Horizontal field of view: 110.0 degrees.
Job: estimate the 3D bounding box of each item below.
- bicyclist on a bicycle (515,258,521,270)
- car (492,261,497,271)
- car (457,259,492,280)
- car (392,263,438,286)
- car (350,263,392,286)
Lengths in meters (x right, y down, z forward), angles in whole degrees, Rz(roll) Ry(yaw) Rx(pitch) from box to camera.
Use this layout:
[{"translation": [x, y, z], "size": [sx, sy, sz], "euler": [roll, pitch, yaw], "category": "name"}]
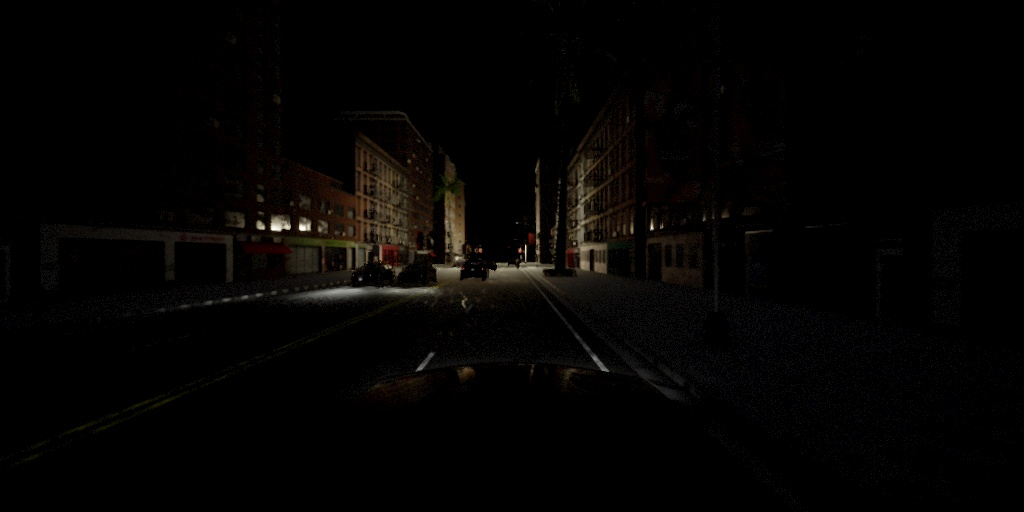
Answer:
[{"translation": [0.870, 1.269, 50.590], "size": [0.866, 1.612, 1.509], "euler": [0, 0, 0], "category": "bicyclist on a bicycle"}, {"translation": [-3.166, 1.401, 51.562], "size": [1.994, 1.385, 4.181], "euler": [0, 0, 0], "category": "car"}, {"translation": [-3.159, 1.116, 31.097], "size": [2.097, 1.767, 4.553], "euler": [0, 0, 0], "category": "car"}, {"translation": [-6.605, 1.232, 25.459], "size": [1.882, 1.535, 5.008], "euler": [0, 0, 0], "category": "car"}, {"translation": [-9.855, 1.246, 25.767], "size": [2.128, 1.511, 4.902], "euler": [0, 0, 0], "category": "car"}]
